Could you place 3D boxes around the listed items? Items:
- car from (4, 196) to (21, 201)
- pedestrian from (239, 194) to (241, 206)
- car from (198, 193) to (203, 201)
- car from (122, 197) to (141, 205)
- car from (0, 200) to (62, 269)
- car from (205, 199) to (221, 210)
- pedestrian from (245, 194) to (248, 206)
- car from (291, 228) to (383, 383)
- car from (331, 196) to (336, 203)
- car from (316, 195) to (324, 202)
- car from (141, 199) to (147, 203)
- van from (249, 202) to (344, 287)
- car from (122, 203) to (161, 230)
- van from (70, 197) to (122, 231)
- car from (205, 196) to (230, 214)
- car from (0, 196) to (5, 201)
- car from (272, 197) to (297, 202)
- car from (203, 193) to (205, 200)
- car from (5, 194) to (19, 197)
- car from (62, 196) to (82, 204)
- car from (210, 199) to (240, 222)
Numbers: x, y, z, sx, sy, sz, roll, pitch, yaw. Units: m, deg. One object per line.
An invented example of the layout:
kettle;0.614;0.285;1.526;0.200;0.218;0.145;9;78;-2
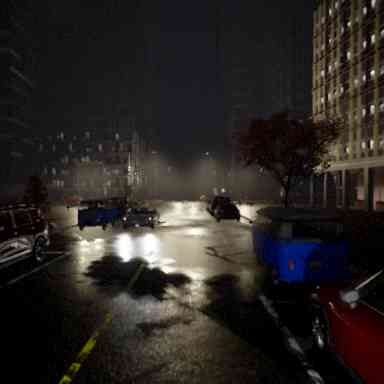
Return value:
car;-27.482;1.791;54.061;4.313;1.339;1.947;0;1;-5
pedestrian;7.142;1.143;49.357;0.375;1.860;0.375;-1;1;0
car;2.818;1.497;82.348;1.752;1.417;4.829;-1;0;0
car;-5.705;1.312;25.935;2.192;1.841;5.009;-1;0;0
car;-5.707;1.314;9.059;2.192;1.841;5.009;-1;0;0
car;2.684;1.575;42.810;1.802;1.307;4.206;-1;0;0
pedestrian;8.142;1.166;49.958;0.375;1.860;0.375;-1;1;0
car;2.675;1.440;3.433;1.967;1.590;4.097;-1;0;0
car;27.390;1.485;59.123;4.206;1.307;1.802;0;1;-5
car;26.448;1.298;67.451;4.313;1.339;1.947;0;1;-5
car;-5.699;1.578;31.562;1.802;1.307;4.206;-1;0;0
van;2.674;1.340;9.058;1.690;1.788;3.998;-1;0;0
car;-3.096;1.598;21.043;1.895;1.301;4.718;0;0;0
van;-5.705;1.339;20.309;1.690;1.788;3.998;-1;0;0
car;2.676;1.311;31.560;2.192;1.841;5.009;-1;0;0
car;-33.100;1.697;53.539;4.097;1.590;1.967;0;1;-5
car;16.136;1.536;58.085;4.313;1.339;1.947;0;1;-5
car;2.677;1.309;37.185;2.192;1.841;5.009;-1;0;0
car;-33.815;1.400;61.890;5.009;1.841;2.192;0;1;-5
car;-22.565;1.460;62.938;4.097;1.590;1.967;0;1;-5
car;2.680;1.541;25.934;1.887;1.381;4.507;-1;0;0
